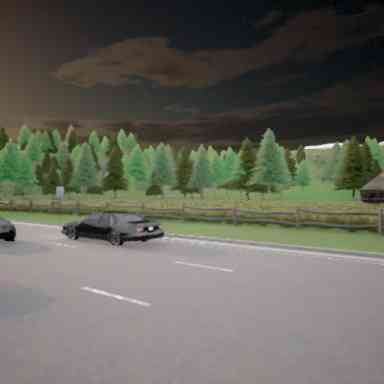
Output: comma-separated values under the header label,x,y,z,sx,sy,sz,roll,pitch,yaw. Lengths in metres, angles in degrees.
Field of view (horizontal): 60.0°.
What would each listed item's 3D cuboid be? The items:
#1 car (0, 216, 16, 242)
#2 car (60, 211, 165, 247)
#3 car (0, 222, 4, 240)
label,x,y,z,sx,sy,sz,roll,pitch,yaw
car,-9.998,1.587,15.409,4.181,1.385,1.994,0,0,36
car,-3.741,1.565,15.236,5.357,1.411,2.033,0,0,36
car,-7.815,1.564,9.544,5.357,1.411,2.033,0,0,36
